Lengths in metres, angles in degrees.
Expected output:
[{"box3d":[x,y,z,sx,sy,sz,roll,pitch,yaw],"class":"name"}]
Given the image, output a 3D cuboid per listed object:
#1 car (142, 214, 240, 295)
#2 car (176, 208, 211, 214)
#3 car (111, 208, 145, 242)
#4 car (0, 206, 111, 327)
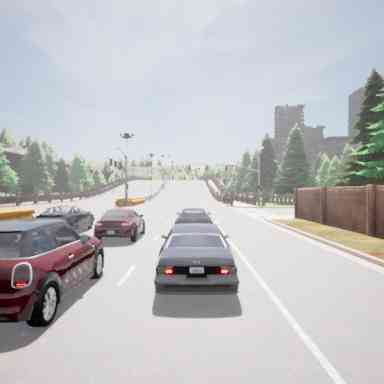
[{"box3d":[0.091,1.545,8.883,2.033,1.411,5.357,0,0,0],"class":"car"},{"box3d":[0.084,1.559,18.124,1.994,1.385,4.181,0,0,0],"class":"car"},{"box3d":[-3.418,1.522,16.169,1.812,1.442,4.674,0,0,-1],"class":"car"},{"box3d":[-3.408,1.350,7.175,2.097,1.767,4.553,0,0,0],"class":"car"}]
